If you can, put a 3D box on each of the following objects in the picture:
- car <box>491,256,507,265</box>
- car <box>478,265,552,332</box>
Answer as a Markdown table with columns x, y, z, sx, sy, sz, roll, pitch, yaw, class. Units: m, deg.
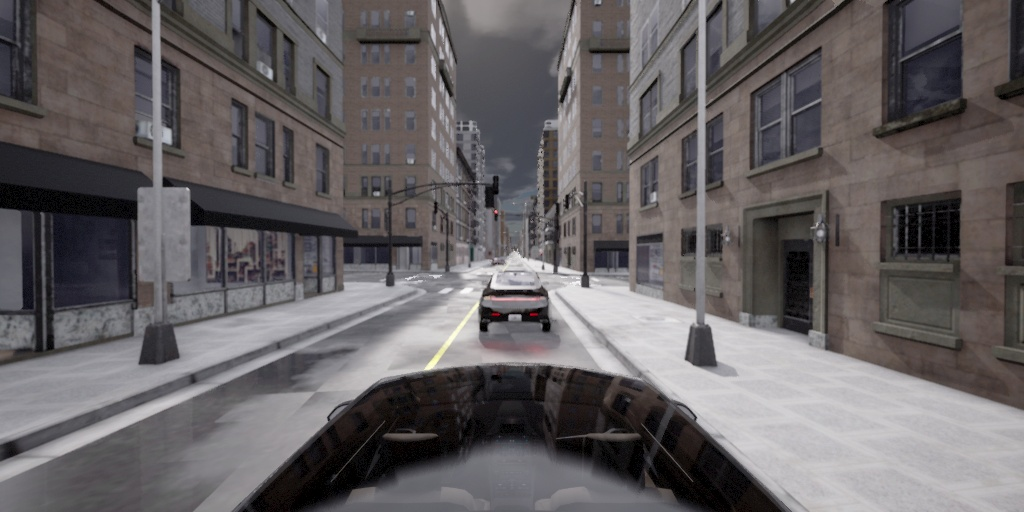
| x | y | z | sx | sy | sz | roll | pitch | yaw | class |
| --- | --- | --- | --- | --- | --- | --- | --- | --- | --- |
| -2.408 | 0.984 | 60.686 | 1.994 | 1.385 | 4.181 | 0 | 0 | 1 | car |
| 0.094 | 1.180 | 10.591 | 2.128 | 1.511 | 4.902 | 0 | 0 | 1 | car |
